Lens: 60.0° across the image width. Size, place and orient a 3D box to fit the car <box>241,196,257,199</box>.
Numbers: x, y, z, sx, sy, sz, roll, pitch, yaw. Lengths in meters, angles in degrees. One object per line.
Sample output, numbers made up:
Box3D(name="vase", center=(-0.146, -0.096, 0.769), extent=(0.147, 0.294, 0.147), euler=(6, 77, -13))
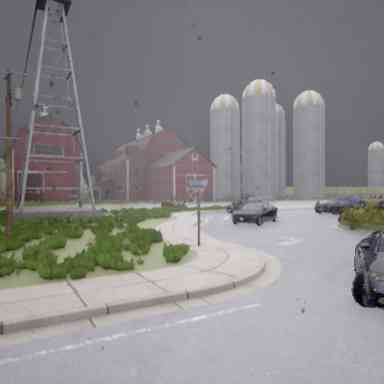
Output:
Box3D(name="car", center=(5.140, 1.447, 32.357), extent=(1.784, 1.438, 3.905), euler=(0, 0, -30))

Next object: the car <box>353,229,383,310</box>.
Box3D(name="car", center=(4.690, 1.541, 7.198), extent=(1.994, 1.385, 4.181), euler=(1, 0, 24))

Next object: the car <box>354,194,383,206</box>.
Box3D(name="car", center=(24.427, 1.176, 43.904), extent=(1.932, 1.855, 4.605), euler=(0, 0, -30))

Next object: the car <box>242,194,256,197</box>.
Box3D(name="car", center=(8.926, 1.197, 50.166), extent=(1.905, 1.878, 3.866), euler=(0, 0, -30))

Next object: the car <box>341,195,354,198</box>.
Box3D(name="car", center=(29.794, 1.299, 62.433), extent=(2.242, 1.667, 4.611), euler=(0, 0, -30))

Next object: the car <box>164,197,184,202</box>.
Box3D(name="car", center=(-2.409, 1.426, 42.843), extent=(1.816, 1.474, 4.193), euler=(0, 0, -30))

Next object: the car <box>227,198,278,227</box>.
Box3D(name="car", center=(4.435, 1.424, 22.971), extent=(1.882, 1.535, 5.008), euler=(0, 0, 32))

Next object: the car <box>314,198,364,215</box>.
Box3D(name="car", center=(13.933, 1.511, 31.932), extent=(4.718, 1.301, 1.895), euler=(0, 0, -31))
